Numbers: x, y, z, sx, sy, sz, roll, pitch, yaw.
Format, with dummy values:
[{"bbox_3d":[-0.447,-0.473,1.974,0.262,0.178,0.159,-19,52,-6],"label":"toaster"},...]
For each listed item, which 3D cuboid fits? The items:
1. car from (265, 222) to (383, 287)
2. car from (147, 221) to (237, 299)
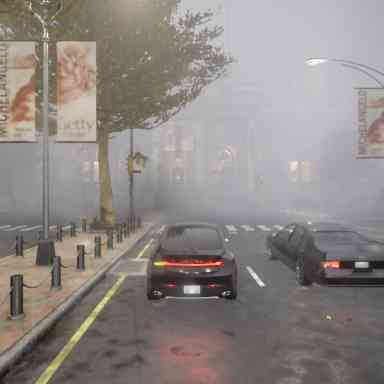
[{"bbox_3d":[3.494,1.547,9.362,2.033,1.411,5.357,0,0,0],"label":"car"},{"bbox_3d":[-0.004,1.505,8.397,1.837,1.490,4.892,0,0,0],"label":"car"}]
